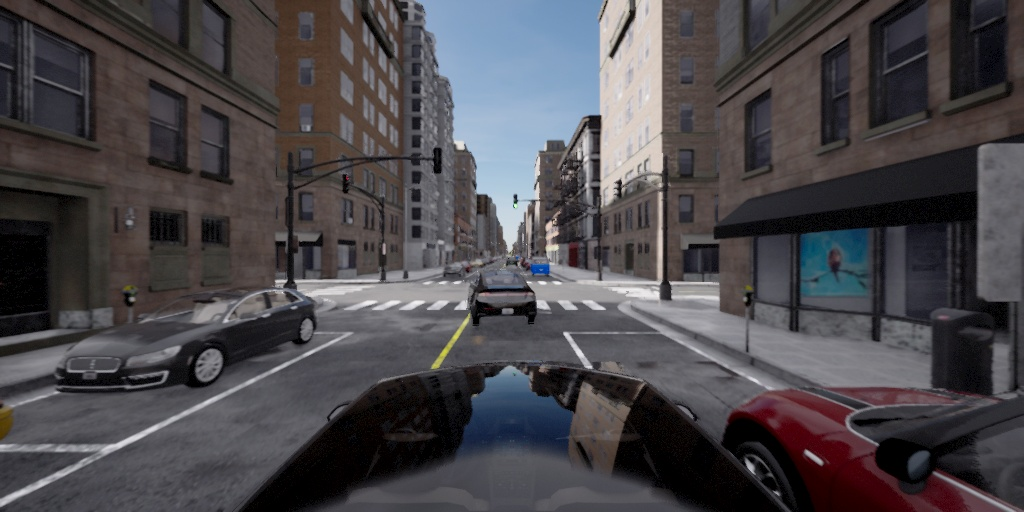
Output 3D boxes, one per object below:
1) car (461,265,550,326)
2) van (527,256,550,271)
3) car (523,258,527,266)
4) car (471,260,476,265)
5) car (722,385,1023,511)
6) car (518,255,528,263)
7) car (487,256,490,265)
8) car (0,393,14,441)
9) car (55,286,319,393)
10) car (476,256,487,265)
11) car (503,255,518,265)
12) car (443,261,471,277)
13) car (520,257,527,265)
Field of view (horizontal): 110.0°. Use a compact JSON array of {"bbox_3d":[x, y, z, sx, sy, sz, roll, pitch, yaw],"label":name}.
[{"bbox_3d":[-0.478,1.214,11.701,2.128,1.511,4.902,0,0,-9],"label":"car"},{"bbox_3d":[2.631,1.001,33.852,1.690,1.789,3.998,0,0,0],"label":"van"},{"bbox_3d":[2.628,1.211,45.215,1.802,1.307,4.207,0,0,0],"label":"car"},{"bbox_3d":[-5.396,1.190,39.523,1.888,1.381,4.507,0,0,0],"label":"car"},{"bbox_3d":[2.639,1.191,1.252,1.967,1.591,4.097,0,0,0],"label":"car"},{"bbox_3d":[2.623,0.889,62.260,2.192,1.841,5.009,0,0,0],"label":"car"},{"bbox_3d":[-5.402,1.140,62.252,1.948,1.339,4.313,0,0,0],"label":"car"},{"bbox_3d":[-5.386,1.276,1.072,1.751,1.417,4.829,0,0,0],"label":"car"},{"bbox_3d":[-5.388,1.286,6.760,2.007,1.370,4.403,0,0,0],"label":"car"},{"bbox_3d":[-5.400,1.119,56.400,1.751,1.417,4.829,0,0,0],"label":"car"},{"bbox_3d":[-0.014,0.922,63.532,2.097,1.767,4.553,0,0,0],"label":"car"},{"bbox_3d":[-5.395,1.211,33.842,2.007,1.370,4.403,0,0,0],"label":"car"},{"bbox_3d":[2.625,1.176,56.578,1.802,1.307,4.207,0,0,0],"label":"car"}]
